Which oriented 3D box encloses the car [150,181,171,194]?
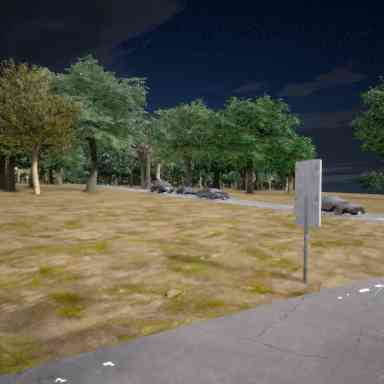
[{"bbox_3d":[-4.832,-0.742,53.223,2.150,2.045,5.566,2,1,-28],"label":"car"}]

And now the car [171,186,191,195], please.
[{"bbox_3d":[-1.072,-0.233,52.733,1.994,1.385,4.181,2,2,-28],"label":"car"}]

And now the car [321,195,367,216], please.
[{"bbox_3d":[10.330,0.942,25.305,2.033,1.411,5.357,2,2,-29],"label":"car"}]

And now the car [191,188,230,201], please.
[{"bbox_3d":[2.413,0.233,39.785,2.033,1.411,5.357,2,2,-29],"label":"car"}]
